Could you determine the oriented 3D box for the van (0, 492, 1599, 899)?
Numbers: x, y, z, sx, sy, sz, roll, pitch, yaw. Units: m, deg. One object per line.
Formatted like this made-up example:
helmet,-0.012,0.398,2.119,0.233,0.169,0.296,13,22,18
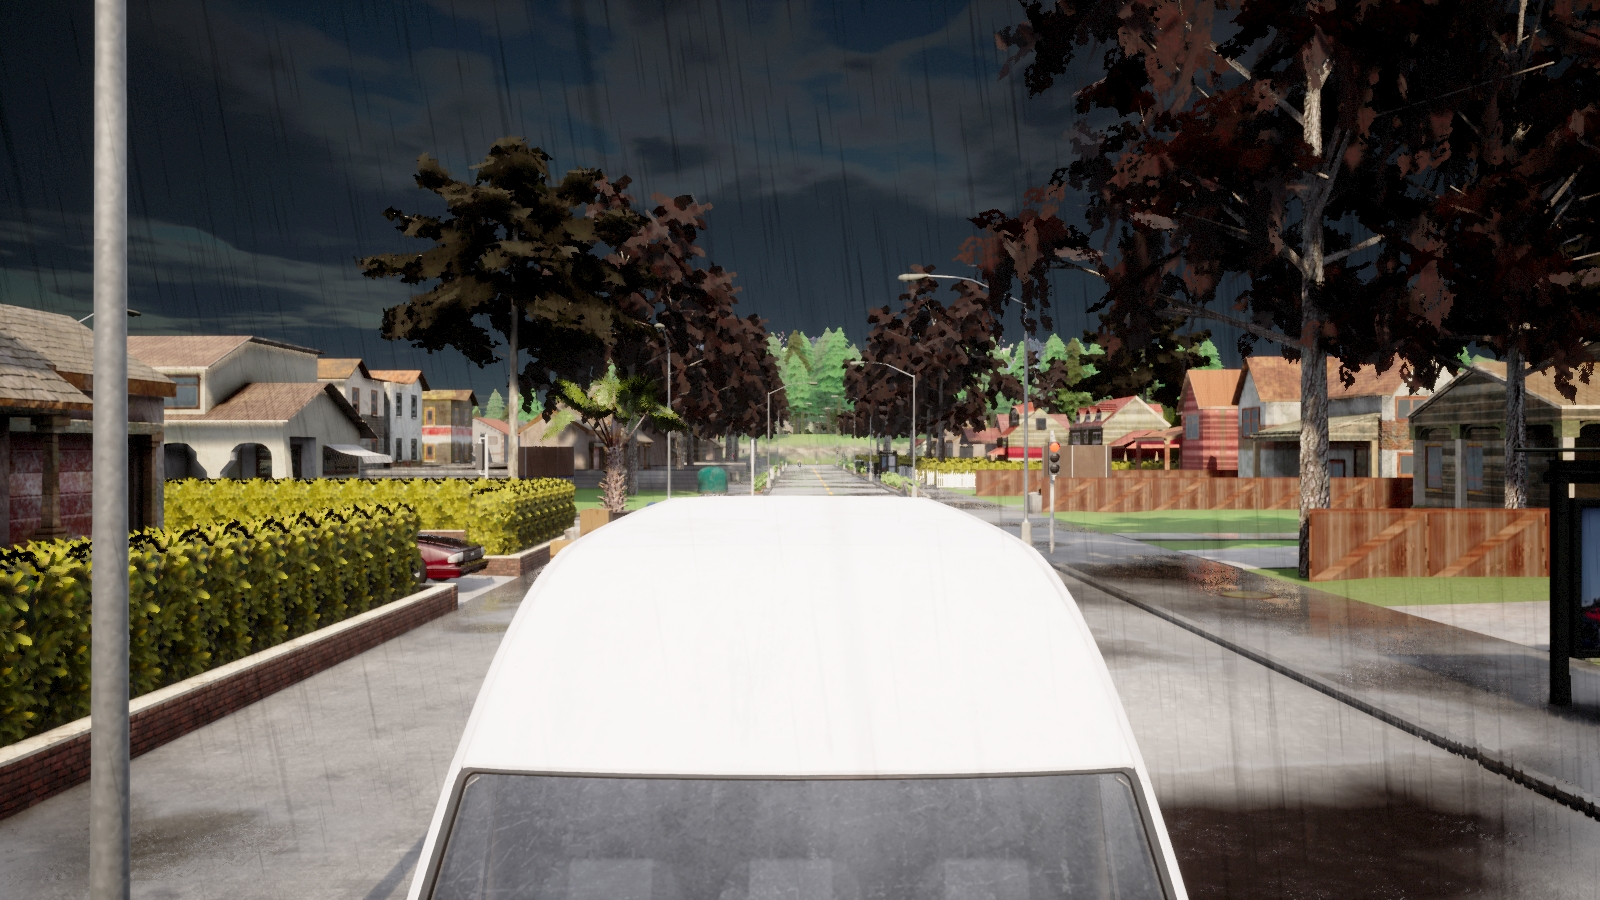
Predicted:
van,0.002,1.537,4.030,1.988,2.561,5.915,0,0,0
